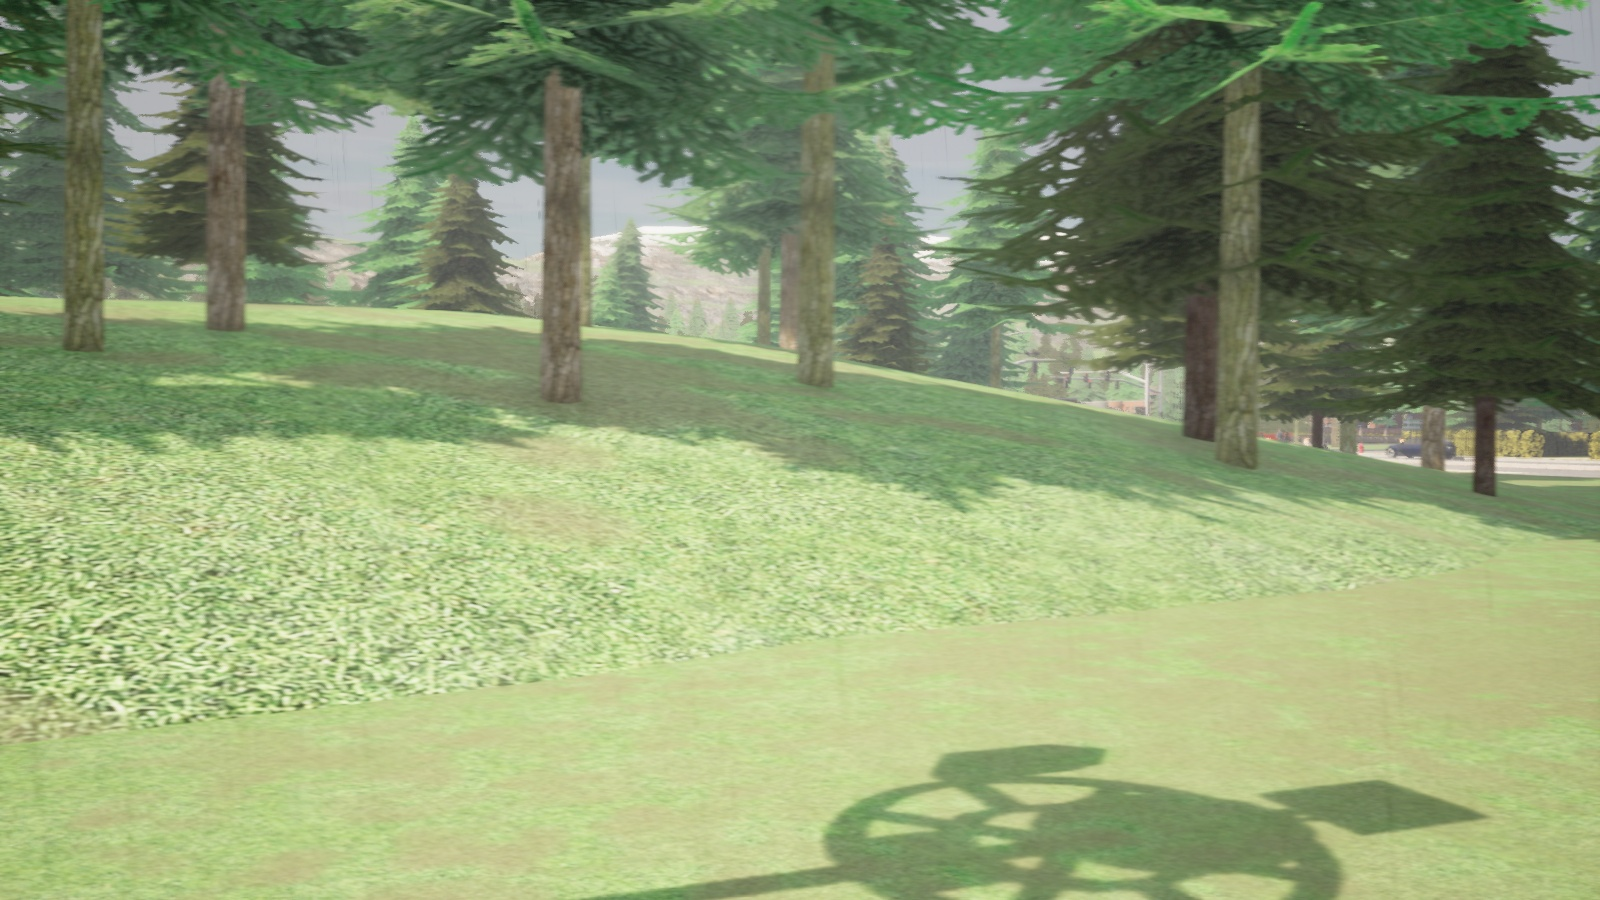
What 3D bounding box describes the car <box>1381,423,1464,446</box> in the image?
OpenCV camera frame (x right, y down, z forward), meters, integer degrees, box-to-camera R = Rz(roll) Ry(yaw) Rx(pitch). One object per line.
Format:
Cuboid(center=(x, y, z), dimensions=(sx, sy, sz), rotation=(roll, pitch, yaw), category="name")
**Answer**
Cuboid(center=(41.827, -1.031, 84.502), dimensions=(2.163, 1.488, 4.792), rotation=(-1, 1, -21), category="car")
